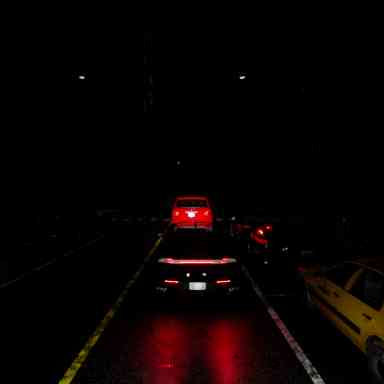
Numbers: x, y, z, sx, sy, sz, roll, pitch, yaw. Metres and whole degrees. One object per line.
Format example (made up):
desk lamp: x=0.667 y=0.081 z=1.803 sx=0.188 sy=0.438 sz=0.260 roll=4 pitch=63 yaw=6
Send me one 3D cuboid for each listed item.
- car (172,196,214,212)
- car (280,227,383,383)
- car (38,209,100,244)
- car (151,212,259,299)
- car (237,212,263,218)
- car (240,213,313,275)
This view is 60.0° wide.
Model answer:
car: x=0.062 y=1.215 z=18.793 sx=2.150 sy=2.045 sz=5.566 roll=0 pitch=0 yaw=2
car: x=2.864 y=1.524 z=4.857 sx=1.752 sy=1.417 sz=4.829 roll=-1 pitch=0 yaw=0
car: x=-5.684 y=1.539 z=15.853 sx=1.887 sy=1.381 sz=4.507 roll=-1 pitch=0 yaw=0
car: x=0.096 y=1.489 z=8.445 sx=2.128 sy=1.511 sz=4.902 roll=0 pitch=0 yaw=0
car: x=2.861 y=1.576 z=15.859 sx=1.802 sy=1.307 sz=4.206 roll=-1 pitch=0 yaw=0
car: x=2.863 y=1.562 z=10.273 sx=1.947 sy=1.339 sz=4.313 roll=-1 pitch=0 yaw=0
